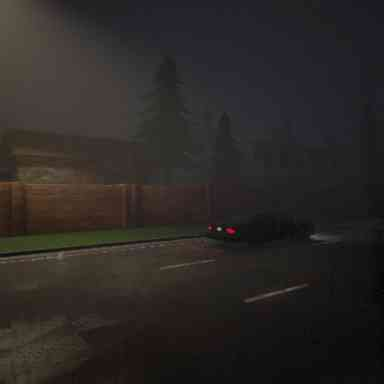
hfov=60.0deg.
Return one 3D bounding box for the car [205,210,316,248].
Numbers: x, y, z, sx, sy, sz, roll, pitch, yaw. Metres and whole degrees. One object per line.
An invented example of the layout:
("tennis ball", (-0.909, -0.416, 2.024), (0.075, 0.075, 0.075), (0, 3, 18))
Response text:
("car", (3.114, 1.508, 14.526), (5.357, 1.411, 2.033), (0, 0, -35))
